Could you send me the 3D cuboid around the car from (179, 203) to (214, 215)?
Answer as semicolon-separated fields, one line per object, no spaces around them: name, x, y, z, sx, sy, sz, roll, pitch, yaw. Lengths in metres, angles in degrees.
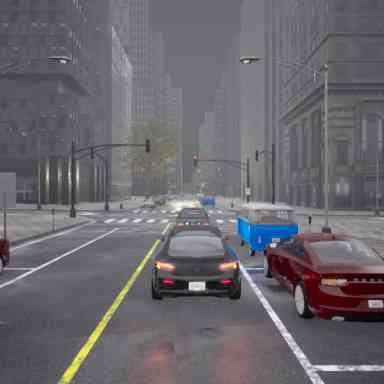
car;0.044;1.551;17.866;2.033;1.411;5.357;0;0;0

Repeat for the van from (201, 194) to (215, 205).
van;2.603;1.367;50.735;1.690;1.788;3.998;0;0;0

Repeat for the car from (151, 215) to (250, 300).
car;0.081;1.527;8.277;1.812;1.442;4.674;0;0;0

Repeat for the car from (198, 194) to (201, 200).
car;2.567;1.581;61.561;1.887;1.381;4.507;0;0;0

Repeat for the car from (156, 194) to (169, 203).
car;-5.956;1.351;61.179;2.192;1.841;5.009;0;0;0

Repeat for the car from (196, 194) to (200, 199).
car;2.533;1.601;72.387;2.008;1.369;4.403;0;0;0

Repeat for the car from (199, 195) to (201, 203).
car;2.585;1.597;56.147;1.947;1.339;4.313;0;0;0

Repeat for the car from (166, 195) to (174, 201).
car;-6.058;1.606;92.742;1.752;1.417;4.829;0;0;0

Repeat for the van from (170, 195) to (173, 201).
van;-6.007;1.398;77.045;1.690;1.788;3.998;0;0;0

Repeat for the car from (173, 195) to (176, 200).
car;-6.042;1.638;87.622;1.947;1.339;4.313;0;0;0

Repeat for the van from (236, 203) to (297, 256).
van;2.739;1.343;12.750;1.690;1.788;3.998;0;0;0

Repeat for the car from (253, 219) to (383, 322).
car;2.756;1.545;7.225;1.887;1.381;4.507;0;0;0

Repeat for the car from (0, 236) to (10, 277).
car;-5.799;1.546;7.216;1.887;1.381;4.507;0;0;0

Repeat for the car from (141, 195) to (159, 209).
car;-5.911;1.546;45.139;1.752;1.417;4.829;0;0;0

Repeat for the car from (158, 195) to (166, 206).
car;-5.939;1.575;55.889;1.887;1.381;4.507;0;0;0
